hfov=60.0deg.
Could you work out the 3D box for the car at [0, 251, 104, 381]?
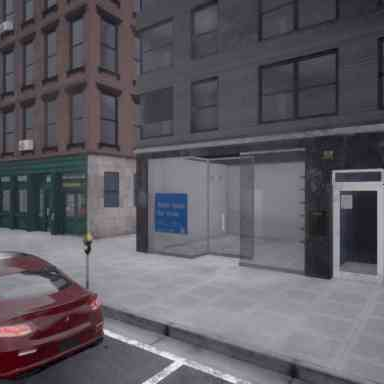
[{"bbox_3d":[-3.089,1.582,5.026,4.206,1.307,1.802,0,0,36],"label":"car"}]
